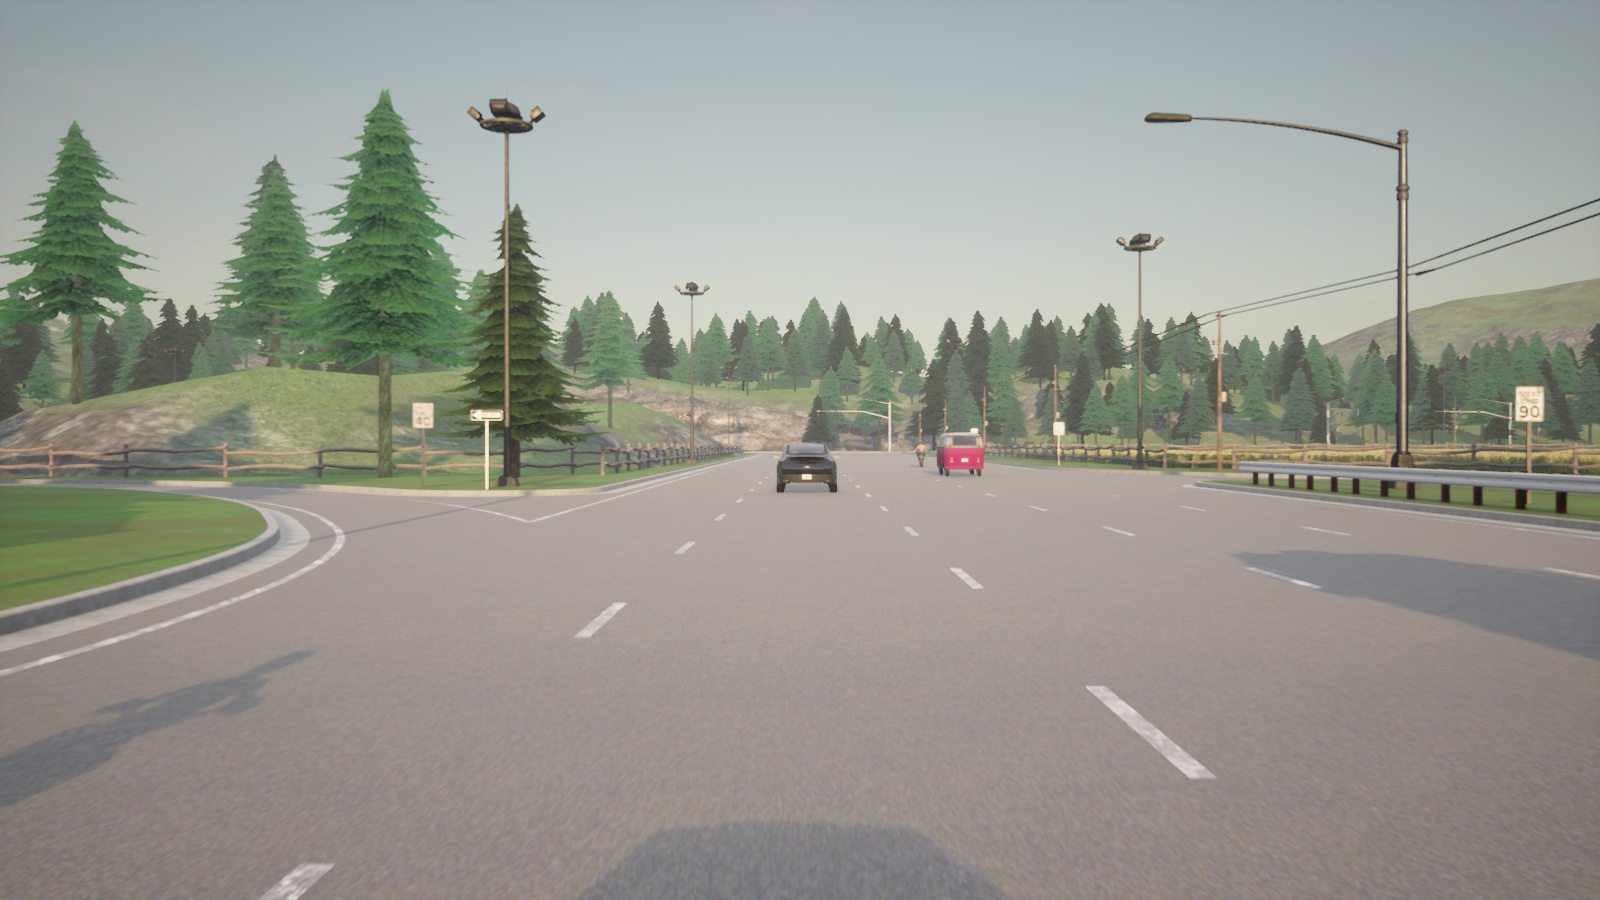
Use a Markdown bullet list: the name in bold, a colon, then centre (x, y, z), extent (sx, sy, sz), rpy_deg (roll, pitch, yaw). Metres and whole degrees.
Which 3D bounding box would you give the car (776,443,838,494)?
- **car**: centre (0.218, 0.535, 39.517), extent (1.837, 1.490, 4.892), rpy_deg (0, 0, 0)

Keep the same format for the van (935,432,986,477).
- **van**: centre (7.309, 0.189, 57.612), extent (1.775, 1.987, 4.442), rpy_deg (0, 0, 0)
